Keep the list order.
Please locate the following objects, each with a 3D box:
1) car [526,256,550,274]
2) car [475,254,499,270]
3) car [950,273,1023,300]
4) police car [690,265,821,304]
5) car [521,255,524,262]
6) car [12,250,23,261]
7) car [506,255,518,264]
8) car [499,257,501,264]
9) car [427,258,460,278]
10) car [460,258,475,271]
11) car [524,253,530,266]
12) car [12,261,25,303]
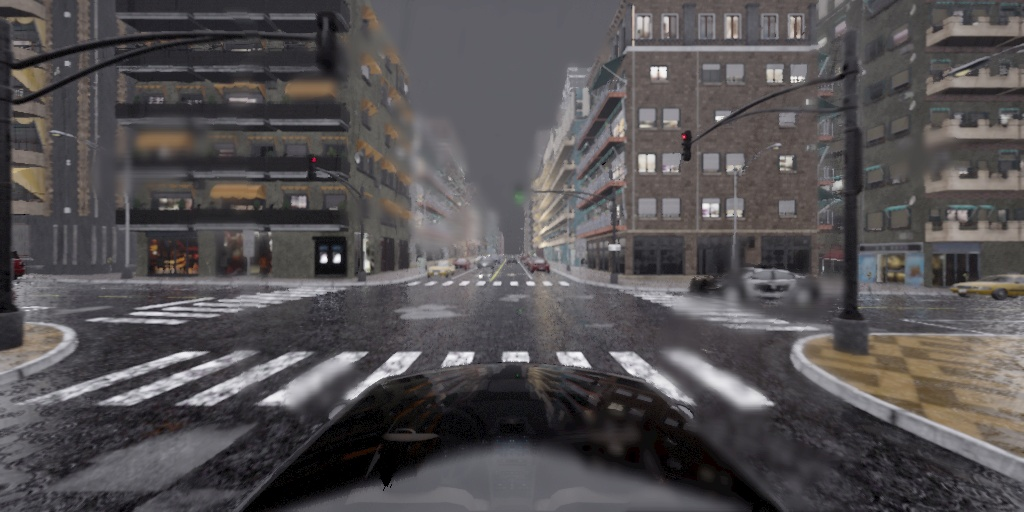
[{"bbox_3d":[2.687,0.943,34.952,1.888,1.381,4.507,0,0,0],"label":"car"},{"bbox_3d":[-3.081,0.807,42.789,2.128,1.511,4.902,0,1,0],"label":"car"},{"bbox_3d":[26.244,1.566,18.986,4.829,1.417,1.751,0,0,0],"label":"car"},{"bbox_3d":[10.871,1.228,16.206,5.238,1.638,1.930,1,0,0],"label":"police car"},{"bbox_3d":[2.685,0.805,51.522,1.802,1.307,4.207,0,0,0],"label":"car"},{"bbox_3d":[-28.648,0.503,18.588,5.009,1.841,2.192,0,0,0],"label":"car"},{"bbox_3d":[-0.006,0.636,60.371,1.837,1.490,4.892,0,1,0],"label":"car"},{"bbox_3d":[-3.028,0.471,61.560,2.097,1.767,4.553,0,1,0],"label":"car"},{"bbox_3d":[-5.693,0.981,29.272,1.751,1.417,4.829,0,0,0],"label":"car"},{"bbox_3d":[-5.695,0.885,40.489,1.888,1.381,4.507,0,0,0],"label":"car"},{"bbox_3d":[2.686,0.779,40.476,1.967,1.591,4.097,0,0,0],"label":"car"},{"bbox_3d":[-17.264,0.918,10.297,4.507,1.381,1.888,0,0,0],"label":"car"}]
